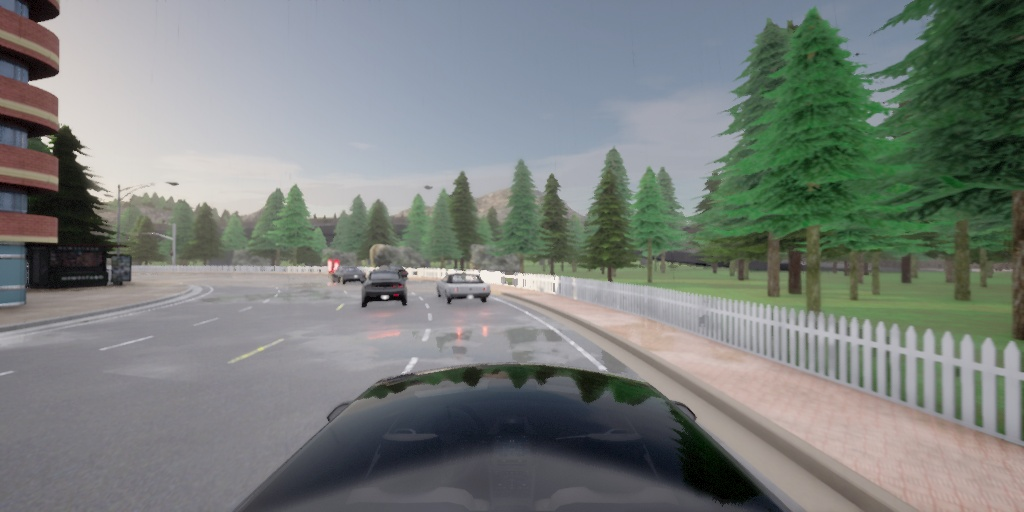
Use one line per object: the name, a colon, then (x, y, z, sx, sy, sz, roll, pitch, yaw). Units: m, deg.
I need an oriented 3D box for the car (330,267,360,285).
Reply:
car: (-13.749, 1.611, 30.081, 1.994, 1.385, 4.181, 0, -1, -41)

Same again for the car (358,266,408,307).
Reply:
car: (-5.915, 1.411, 16.656, 1.837, 1.490, 4.892, 0, 0, -20)

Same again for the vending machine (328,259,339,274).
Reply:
vending machine: (-23.245, 1.419, 46.722, 0.880, 2.100, 1.100, 0, 0, 27)

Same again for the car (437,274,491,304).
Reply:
car: (-2.534, 1.507, 17.619, 1.895, 1.301, 4.718, 0, -1, -19)
